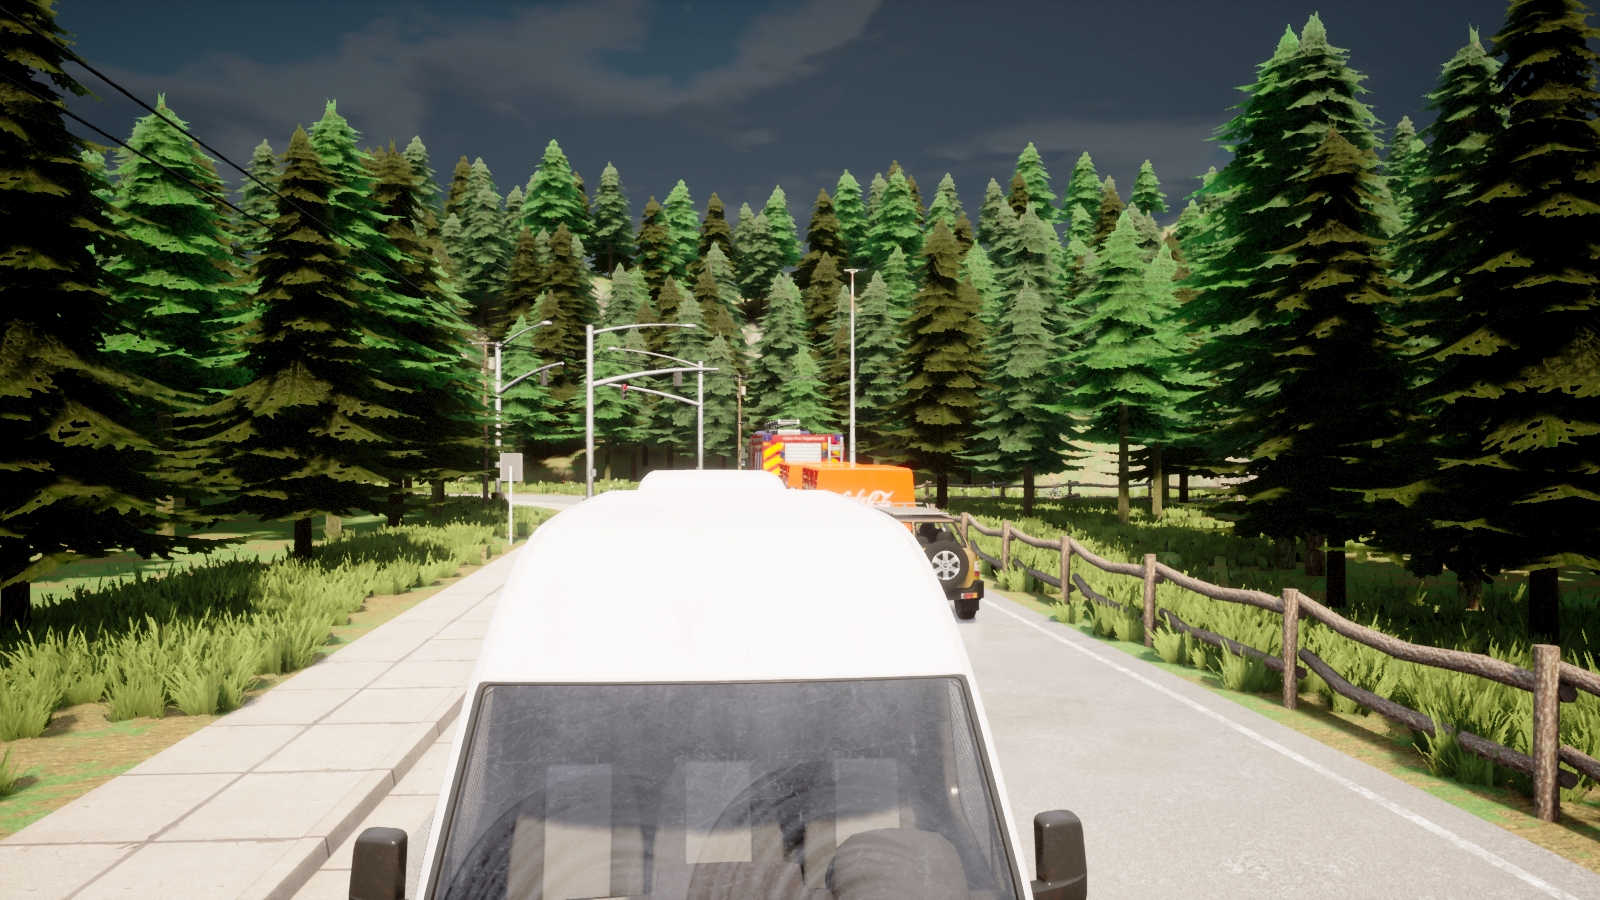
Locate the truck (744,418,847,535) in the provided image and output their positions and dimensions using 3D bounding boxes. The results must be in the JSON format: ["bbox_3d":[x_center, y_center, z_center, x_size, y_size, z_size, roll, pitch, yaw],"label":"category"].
[{"bbox_3d":[-0.332,0.864,41.734,2.891,3.827,8.468,0,0,-6],"label":"truck"}]

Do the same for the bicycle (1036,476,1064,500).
[{"bbox_3d":[14.231,2.158,65.034,1.487,1.276,0.859,0,1,5],"label":"bicycle"}]

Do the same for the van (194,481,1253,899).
[{"bbox_3d":[-0.340,1.499,5.099,1.988,2.561,5.915,0,0,-5],"label":"van"}]

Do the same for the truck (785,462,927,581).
[{"bbox_3d":[1.155,1.541,26.868,2.627,2.467,5.204,0,0,-5],"label":"truck"}]

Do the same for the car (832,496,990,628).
[{"bbox_3d":[1.805,1.837,20.138,1.932,1.855,4.605,0,0,-5],"label":"car"}]
